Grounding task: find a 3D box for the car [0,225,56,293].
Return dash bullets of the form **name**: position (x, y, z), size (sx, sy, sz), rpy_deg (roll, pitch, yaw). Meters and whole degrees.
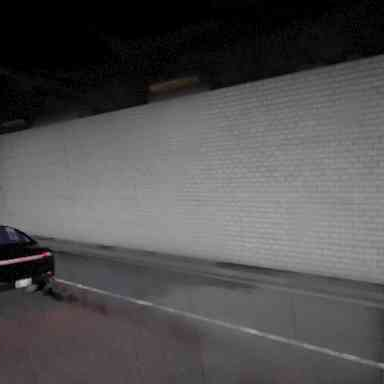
- **car**: position (-5.136, 1.493, 7.658), size (4.902, 1.511, 2.128), rpy_deg (0, 0, 36)
